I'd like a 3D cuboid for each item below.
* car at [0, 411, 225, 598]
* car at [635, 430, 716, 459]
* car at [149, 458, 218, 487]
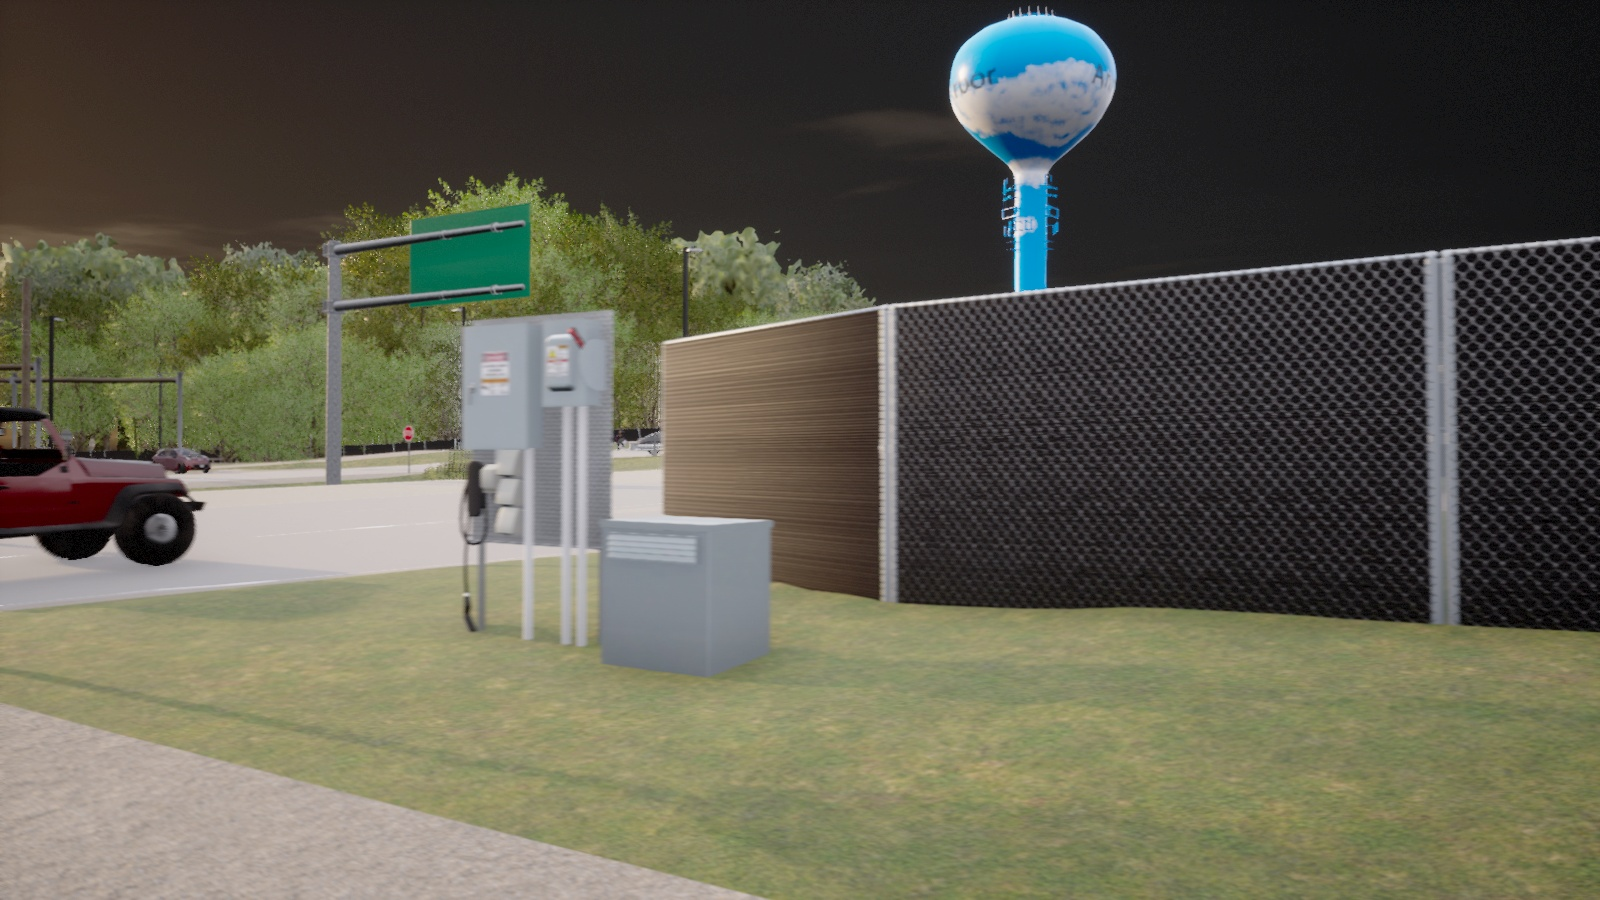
[{"bbox_3d":[-8.592,0.548,13.586,1.905,1.878,3.866,-1,1,30],"label":"car"},{"bbox_3d":[-7.409,-0.329,75.168,4.674,1.442,1.812,-4,0,-5],"label":"car"},{"bbox_3d":[-35.281,1.288,71.856,3.633,1.501,1.845,-3,-1,30],"label":"car"}]
